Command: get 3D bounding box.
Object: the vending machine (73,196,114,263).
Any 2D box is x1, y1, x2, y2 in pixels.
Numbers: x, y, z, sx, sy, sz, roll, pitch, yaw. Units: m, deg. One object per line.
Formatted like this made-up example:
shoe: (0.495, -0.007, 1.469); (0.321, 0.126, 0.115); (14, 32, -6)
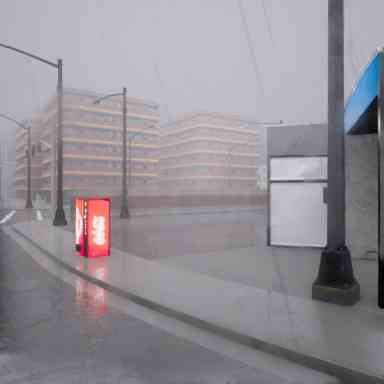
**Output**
vending machine: (-3.334, 1.195, 11.205); (1.100, 2.100, 0.880); (0, 0, -36)
